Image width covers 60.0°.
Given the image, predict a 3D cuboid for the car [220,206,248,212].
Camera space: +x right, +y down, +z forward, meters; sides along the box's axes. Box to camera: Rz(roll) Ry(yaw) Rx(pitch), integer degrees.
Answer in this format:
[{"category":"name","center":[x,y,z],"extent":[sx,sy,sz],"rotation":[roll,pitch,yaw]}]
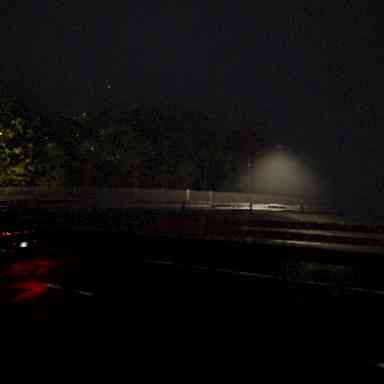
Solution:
[{"category":"car","center":[6.406,2.343,50.480],"extent":[4.718,1.301,1.895],"rotation":[3,-2,-31]}]

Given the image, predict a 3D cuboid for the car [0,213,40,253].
[{"category":"car","center":[-7.904,1.550,12.539],"extent":[4.892,1.490,1.837],"rotation":[0,0,28]}]
